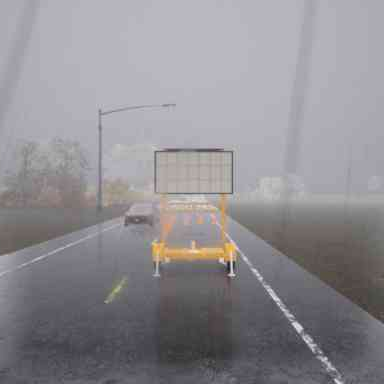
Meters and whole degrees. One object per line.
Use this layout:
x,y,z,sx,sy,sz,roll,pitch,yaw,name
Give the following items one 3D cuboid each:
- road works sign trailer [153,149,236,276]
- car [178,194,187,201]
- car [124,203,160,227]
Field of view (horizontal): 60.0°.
0.057,0.469,10.302,2.380,3.560,2.880,0,0,-1,road works sign trailer
-2.501,1.417,86.801,2.097,1.767,4.553,0,0,1,car
-3.377,1.489,23.028,1.882,1.535,5.008,0,0,0,car
